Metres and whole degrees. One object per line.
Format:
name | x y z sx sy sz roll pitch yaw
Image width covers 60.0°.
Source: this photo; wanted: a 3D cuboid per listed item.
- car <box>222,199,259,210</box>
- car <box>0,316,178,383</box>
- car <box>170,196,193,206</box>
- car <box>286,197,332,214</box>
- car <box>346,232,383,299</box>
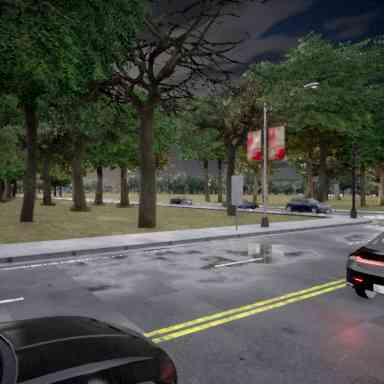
car | 6.130 1.517 42.648 2.033 1.411 5.357 0 0 -35
car | -2.363 1.478 1.754 5.008 1.535 1.882 0 0 -36
car | -1.780 1.449 53.794 2.128 1.511 4.902 0 0 -36
car | 12.007 1.334 34.373 2.097 1.767 4.553 0 0 -35
car | 5.303 1.491 7.221 4.902 1.511 2.128 0 0 -35
